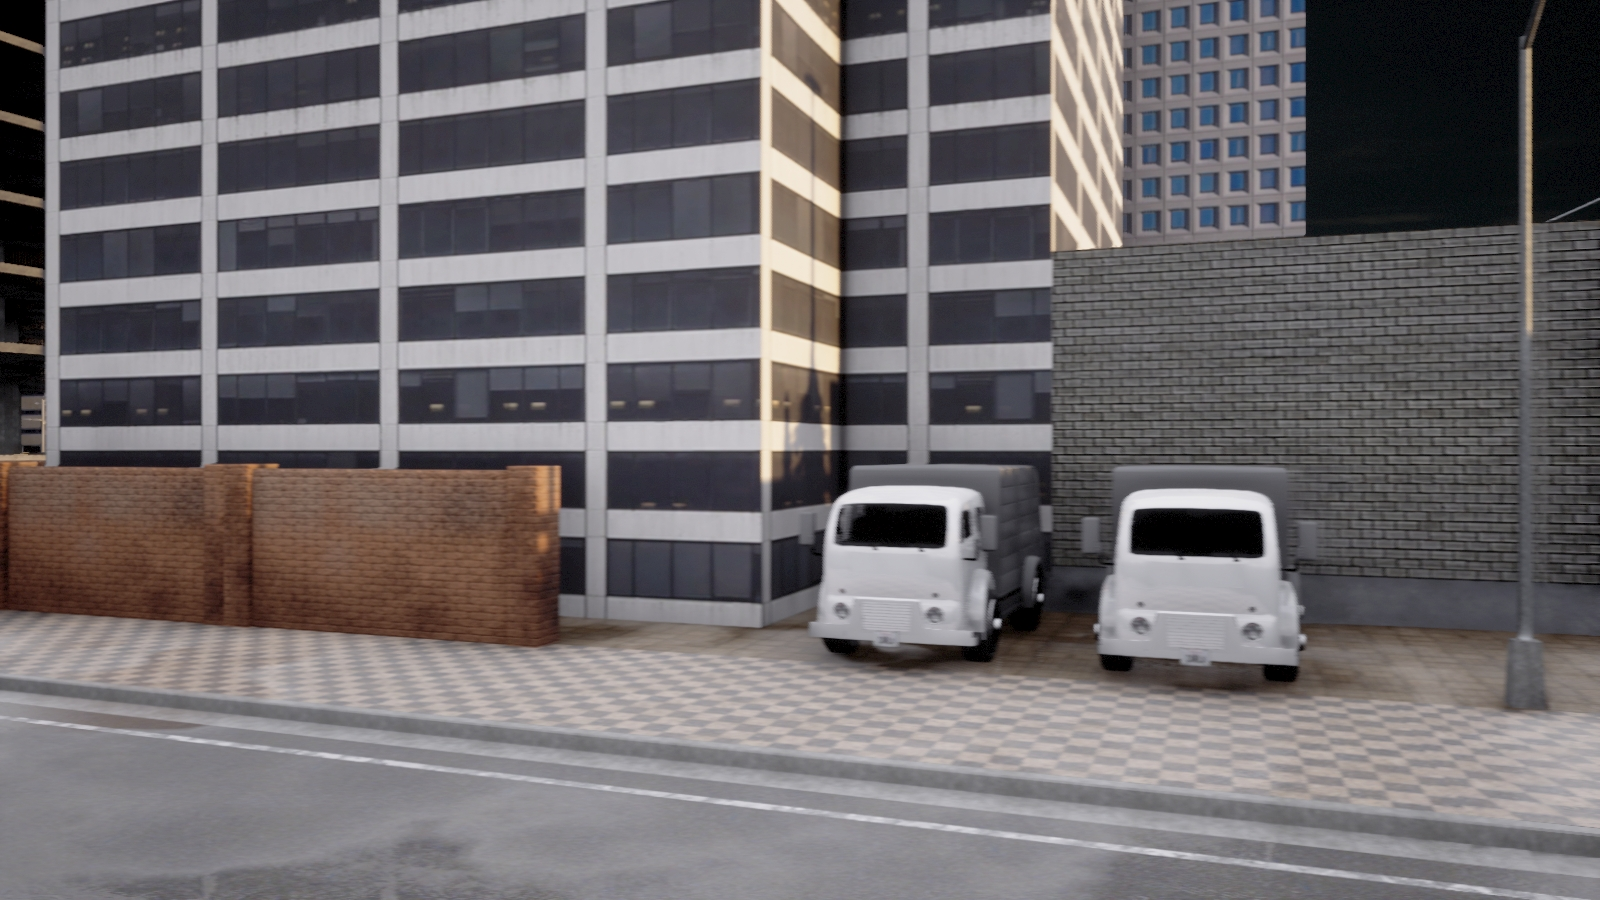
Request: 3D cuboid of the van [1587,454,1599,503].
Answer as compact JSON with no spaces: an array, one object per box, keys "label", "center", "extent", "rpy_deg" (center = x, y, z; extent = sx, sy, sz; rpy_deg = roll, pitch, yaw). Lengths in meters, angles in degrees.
[{"label":"van","center":[42.701,1.483,59.022],"extent":[1.988,2.561,5.915],"rpy_deg":[0,0,20]}]
